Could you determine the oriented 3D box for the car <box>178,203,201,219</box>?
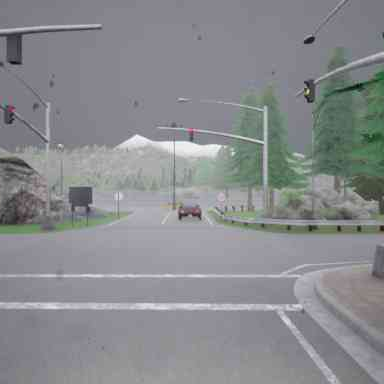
[{"bbox_3d":[-0.285,1.600,28.955,1.895,1.301,4.718,0,0,-3],"label":"car"}]
